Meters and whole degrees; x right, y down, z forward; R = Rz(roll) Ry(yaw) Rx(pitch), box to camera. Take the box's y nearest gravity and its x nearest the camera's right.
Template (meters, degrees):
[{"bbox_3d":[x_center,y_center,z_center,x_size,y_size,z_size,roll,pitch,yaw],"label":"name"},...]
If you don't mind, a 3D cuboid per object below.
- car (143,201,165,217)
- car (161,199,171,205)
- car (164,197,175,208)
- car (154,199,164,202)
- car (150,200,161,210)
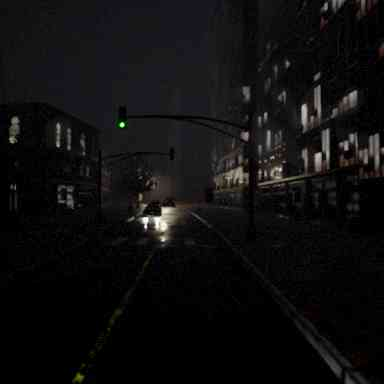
[{"bbox_3d":[-4.344,2.033,36.978,1.994,1.385,4.181,0,-1,-4],"label":"car"},{"bbox_3d":[-6.080,2.320,76.681,1.812,1.442,4.674,0,-1,-9],"label":"car"},{"bbox_3d":[-4.575,2.061,66.409,2.150,2.045,5.566,0,-1,-8],"label":"car"},{"bbox_3d":[-5.247,2.103,47.350,1.837,1.490,4.892,0,-1,-6],"label":"car"},{"bbox_3d":[-6.329,2.232,57.643,1.837,1.490,4.892,0,-1,-7],"label":"car"}]
